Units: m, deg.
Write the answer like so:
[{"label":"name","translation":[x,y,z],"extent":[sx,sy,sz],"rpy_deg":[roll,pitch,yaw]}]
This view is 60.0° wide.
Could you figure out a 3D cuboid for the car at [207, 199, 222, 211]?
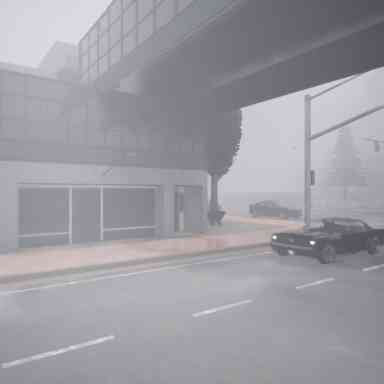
[{"label":"car","translation":[1.252,1.477,36.849],"extent":[1.882,1.535,5.008],"rpy_deg":[0,0,-36]}]

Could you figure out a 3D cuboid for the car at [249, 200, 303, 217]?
[{"label":"car","translation":[7.124,1.477,28.696],"extent":[1.882,1.535,5.008],"rpy_deg":[0,0,-36]}]

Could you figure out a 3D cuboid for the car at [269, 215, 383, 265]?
[{"label":"car","translation":[4.934,1.600,11.822],"extent":[4.718,1.301,1.895],"rpy_deg":[0,0,-36]}]
